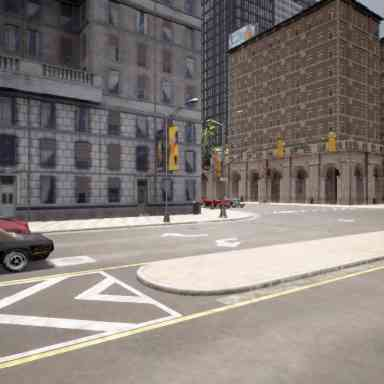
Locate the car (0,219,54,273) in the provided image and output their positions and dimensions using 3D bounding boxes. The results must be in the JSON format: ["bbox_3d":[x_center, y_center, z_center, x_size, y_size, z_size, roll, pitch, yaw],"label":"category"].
[{"bbox_3d":[-6.499,1.601,9.208,4.718,1.301,1.895,0,0,-35],"label":"car"}]

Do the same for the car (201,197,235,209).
[{"bbox_3d":[3.280,1.478,46.419,1.882,1.535,5.008,0,0,-35],"label":"car"}]

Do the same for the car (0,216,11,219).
[{"bbox_3d":[-8.443,1.526,12.113,4.674,1.442,1.812,0,0,-35],"label":"car"}]

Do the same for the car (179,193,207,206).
[{"bbox_3d":[0.072,1.221,57.150,2.150,2.045,5.566,0,0,-34],"label":"car"}]

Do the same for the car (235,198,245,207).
[{"bbox_3d":[5.710,1.491,49.049,2.128,1.511,4.902,0,0,-35],"label":"car"}]
